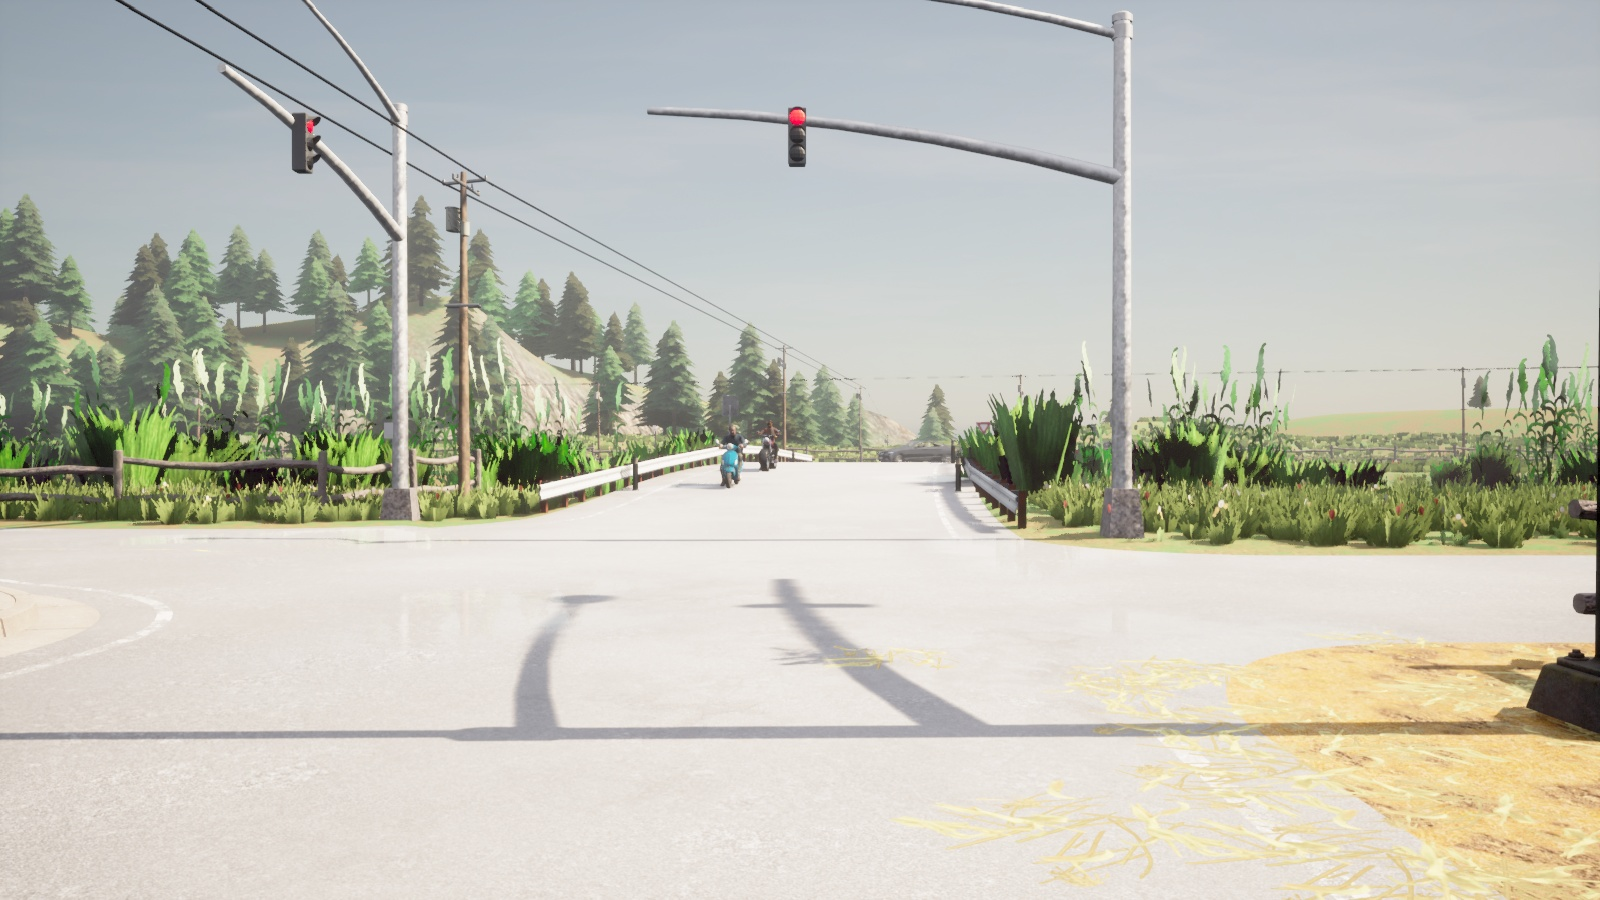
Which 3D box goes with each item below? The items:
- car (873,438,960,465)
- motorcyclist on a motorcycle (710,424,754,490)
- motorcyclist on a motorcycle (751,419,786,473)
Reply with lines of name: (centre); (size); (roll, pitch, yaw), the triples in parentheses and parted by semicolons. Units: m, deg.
car: (7.328, 0.076, 78.953); (5.027, 1.651, 2.152); (0, 0, -20)
motorcyclist on a motorcycle: (-1.742, 0.156, 32.663); (0.866, 1.590, 1.817); (0, 3, 6)
motorcyclist on a motorcycle: (-0.981, -0.151, 39.691); (0.766, 1.649, 2.350); (0, 2, 7)
